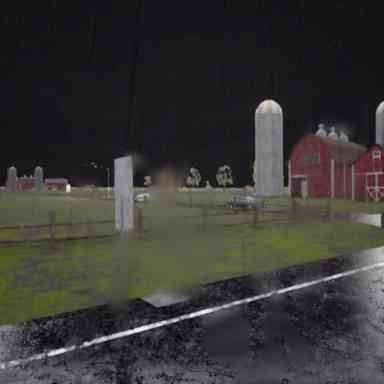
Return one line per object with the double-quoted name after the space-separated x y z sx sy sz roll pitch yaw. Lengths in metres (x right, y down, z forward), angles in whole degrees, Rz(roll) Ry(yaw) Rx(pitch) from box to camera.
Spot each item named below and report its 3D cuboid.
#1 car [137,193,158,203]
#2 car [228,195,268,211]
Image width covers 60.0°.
-7.280 0.952 53.291 1.812 1.442 4.674 -1 1 -36 "car"
5.808 1.145 35.007 1.837 1.490 4.892 -1 1 -36 "car"
